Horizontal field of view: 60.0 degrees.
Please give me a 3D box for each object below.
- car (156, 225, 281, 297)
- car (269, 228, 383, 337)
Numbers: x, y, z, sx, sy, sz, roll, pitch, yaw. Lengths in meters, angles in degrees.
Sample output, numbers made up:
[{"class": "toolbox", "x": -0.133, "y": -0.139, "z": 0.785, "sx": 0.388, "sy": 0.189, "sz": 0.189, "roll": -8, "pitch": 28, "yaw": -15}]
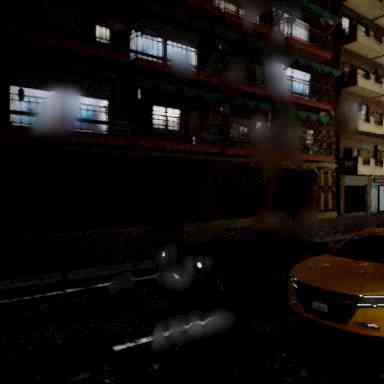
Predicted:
[{"class": "car", "x": 1.477, "y": 1.596, "z": 8.732, "sx": 4.718, "sy": 1.301, "sz": 1.895, "roll": 0, "pitch": 0, "yaw": -36}, {"class": "car", "x": 3.986, "y": 1.472, "z": 6.529, "sx": 5.008, "sy": 1.535, "sz": 1.882, "roll": 0, "pitch": 0, "yaw": -35}]
